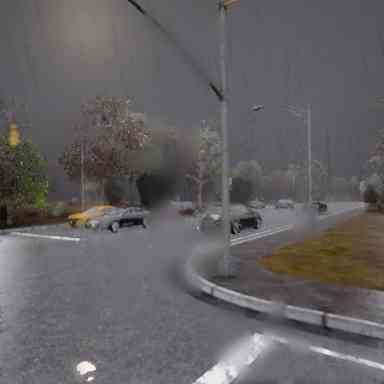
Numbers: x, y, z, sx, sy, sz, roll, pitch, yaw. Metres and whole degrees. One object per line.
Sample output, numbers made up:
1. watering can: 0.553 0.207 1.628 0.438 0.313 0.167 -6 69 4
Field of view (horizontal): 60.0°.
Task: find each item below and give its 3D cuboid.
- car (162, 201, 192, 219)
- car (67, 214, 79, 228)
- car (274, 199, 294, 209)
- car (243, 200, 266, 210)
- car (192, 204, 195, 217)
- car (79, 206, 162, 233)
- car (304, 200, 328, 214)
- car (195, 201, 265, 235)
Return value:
1. car: -1.487 1.701 33.234 2.097 1.767 4.553 -1 -1 33
2. car: -6.918 1.815 24.958 1.882 1.535 5.008 -1 -1 34
3. car: 14.260 1.900 51.303 1.837 1.490 4.892 -1 -2 33
4. car: 9.612 2.005 50.572 1.994 1.385 4.181 -1 -1 33
5. car: 2.546 1.828 33.028 2.033 1.411 5.357 -1 -1 33
6. car: -4.596 1.756 22.134 2.128 1.511 4.902 -1 -1 34
7. car: 14.275 1.668 38.252 2.128 1.511 4.902 -1 -1 32
8. car: 2.467 1.471 19.933 2.097 1.767 4.553 -1 -1 34
